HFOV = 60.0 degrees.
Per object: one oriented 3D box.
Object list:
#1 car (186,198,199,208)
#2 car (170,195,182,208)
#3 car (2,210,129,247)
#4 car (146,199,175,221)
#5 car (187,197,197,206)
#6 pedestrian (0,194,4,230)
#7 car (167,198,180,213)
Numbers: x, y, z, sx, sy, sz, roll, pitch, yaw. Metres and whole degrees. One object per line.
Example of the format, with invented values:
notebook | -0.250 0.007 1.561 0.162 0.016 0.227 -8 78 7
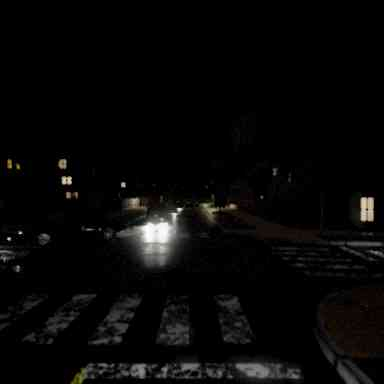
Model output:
car | 0.095 1.878 55.857 1.994 1.385 4.181 0 0 -1
car | -2.815 1.535 55.333 2.150 2.045 5.566 0 -1 0
car | -5.430 1.536 15.098 2.033 1.411 5.357 1 -1 41
car | -2.856 1.662 28.936 2.128 1.511 4.902 0 0 0
car | -0.016 1.844 65.822 1.882 1.535 5.008 0 0 0
pedestrian | -9.686 0.967 16.635 0.375 1.860 0.375 0 0 1
car | -2.853 1.762 41.033 1.812 1.442 4.674 0 -1 0
